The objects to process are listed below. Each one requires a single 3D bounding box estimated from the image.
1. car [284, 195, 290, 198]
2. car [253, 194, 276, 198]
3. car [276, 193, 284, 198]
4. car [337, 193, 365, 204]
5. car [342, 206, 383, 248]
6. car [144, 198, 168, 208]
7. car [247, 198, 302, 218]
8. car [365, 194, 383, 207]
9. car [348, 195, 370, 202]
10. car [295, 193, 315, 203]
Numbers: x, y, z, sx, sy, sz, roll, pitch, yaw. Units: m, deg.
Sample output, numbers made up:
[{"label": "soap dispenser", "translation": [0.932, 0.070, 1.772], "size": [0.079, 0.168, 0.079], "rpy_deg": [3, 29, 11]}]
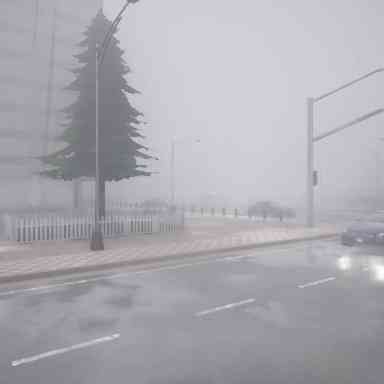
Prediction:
[{"label": "car", "translation": [21.513, 1.153, 81.445], "size": [1.932, 1.855, 4.605], "rpy_deg": [0, 0, -36]}, {"label": "car", "translation": [17.006, 1.395, 78.158], "size": [1.970, 1.475, 3.806], "rpy_deg": [0, 0, -36]}, {"label": "car", "translation": [19.361, 1.364, 79.842], "size": [1.784, 1.438, 3.905], "rpy_deg": [0, 0, -36]}, {"label": "car", "translation": [34.792, 1.153, 72.427], "size": [1.932, 1.855, 4.605], "rpy_deg": [0, 0, -36]}, {"label": "car", "translation": [8.091, 1.526, 13.783], "size": [4.674, 1.442, 1.812], "rpy_deg": [0, 1, -37]}, {"label": "car", "translation": [-5.162, 1.564, 47.146], "size": [1.994, 1.385, 4.181], "rpy_deg": [0, 0, -36]}, {"label": "car", "translation": [7.165, 1.526, 30.062], "size": [1.812, 1.442, 4.674], "rpy_deg": [0, 0, -36]}, {"label": "car", "translation": [26.683, 1.153, 45.101], "size": [1.932, 1.855, 4.605], "rpy_deg": [0, 0, -36]}, {"label": "car", "translation": [37.185, 1.364, 74.060], "size": [1.784, 1.438, 3.905], "rpy_deg": [0, 0, -36]}, {"label": "car", "translation": [21.103, 1.395, 62.520], "size": [1.970, 1.475, 3.806], "rpy_deg": [0, 0, -36]}]
